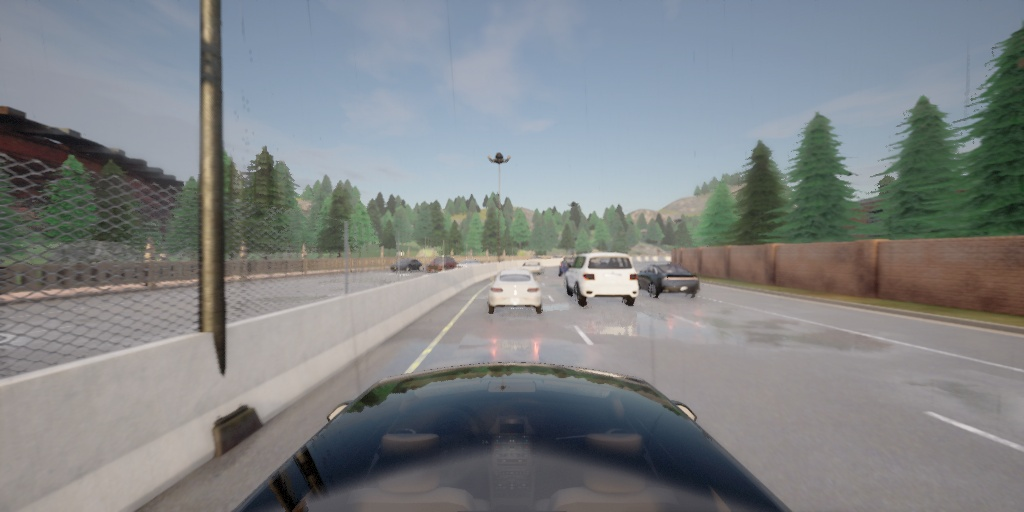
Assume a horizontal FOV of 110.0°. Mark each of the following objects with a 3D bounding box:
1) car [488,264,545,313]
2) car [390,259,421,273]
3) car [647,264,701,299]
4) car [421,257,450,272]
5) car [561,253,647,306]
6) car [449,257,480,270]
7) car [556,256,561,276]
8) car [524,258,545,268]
[{"bbox_3d":[0.120,1.204,13.515,1.812,1.442,4.674,0,0,1],"label":"car"},{"bbox_3d":[-11.391,1.029,39.131,1.837,1.490,4.892,0,0,13],"label":"car"},{"bbox_3d":[7.188,1.145,17.338,2.128,1.511,4.902,0,0,1],"label":"car"},{"bbox_3d":[-7.733,0.871,39.470,2.097,1.767,4.553,0,1,13],"label":"car"},{"bbox_3d":[3.643,0.888,15.407,2.150,2.045,5.566,0,0,2],"label":"car"},{"bbox_3d":[-4.600,1.057,37.617,1.812,1.442,4.674,0,0,13],"label":"car"},{"bbox_3d":[5.646,0.902,34.305,2.097,1.767,4.553,0,0,11],"label":"car"},{"bbox_3d":[2.028,1.151,34.299,1.895,1.301,4.718,0,0,11],"label":"car"}]
